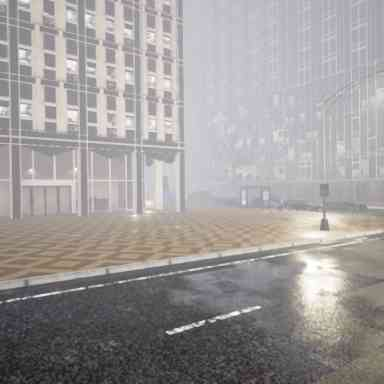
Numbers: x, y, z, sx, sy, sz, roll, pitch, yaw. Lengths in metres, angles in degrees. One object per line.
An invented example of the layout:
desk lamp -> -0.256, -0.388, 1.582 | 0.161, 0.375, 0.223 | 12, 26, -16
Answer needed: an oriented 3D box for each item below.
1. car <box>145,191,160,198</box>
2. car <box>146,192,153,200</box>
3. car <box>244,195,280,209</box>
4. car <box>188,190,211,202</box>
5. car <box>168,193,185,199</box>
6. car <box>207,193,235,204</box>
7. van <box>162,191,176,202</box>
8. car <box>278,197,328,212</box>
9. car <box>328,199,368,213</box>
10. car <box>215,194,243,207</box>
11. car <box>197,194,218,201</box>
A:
car -> -9.964, 0.683, 83.115 | 1.967, 1.590, 4.097 | 0, 1, -34
car -> -10.433, 1.037, 69.004 | 2.008, 1.369, 4.403 | 0, 1, -34
car -> 8.787, 1.386, 40.838 | 1.802, 1.307, 4.206 | -1, 1, -34
car -> 1.459, 0.733, 61.898 | 2.150, 2.045, 5.566 | -1, 1, -34
car -> -3.525, 0.933, 73.749 | 1.802, 1.307, 4.206 | 0, 1, -34
car -> 4.963, 1.264, 51.174 | 1.895, 1.301, 4.718 | -1, 1, -34
van -> -3.994, 0.935, 59.633 | 1.690, 1.788, 3.998 | 0, 1, -34
car -> 11.992, 1.422, 36.141 | 1.947, 1.339, 4.313 | -1, 1, -34
car -> 16.084, 1.406, 34.974 | 1.994, 1.385, 4.181 | -1, 1, -35
car -> 5.617, 1.317, 45.554 | 1.947, 1.339, 4.313 | -1, 1, -34
car -> 2.912, 1.040, 64.380 | 1.802, 1.307, 4.206 | -1, 1, -34
